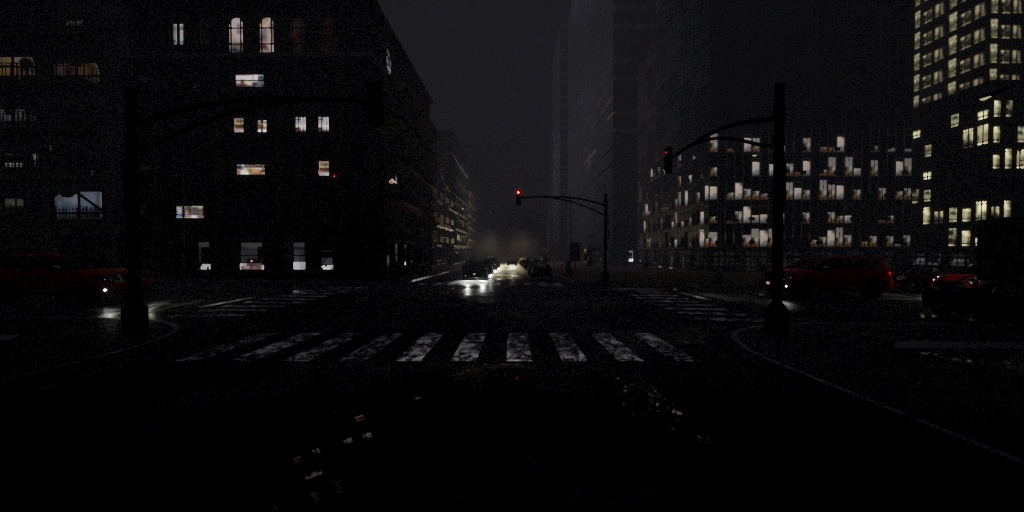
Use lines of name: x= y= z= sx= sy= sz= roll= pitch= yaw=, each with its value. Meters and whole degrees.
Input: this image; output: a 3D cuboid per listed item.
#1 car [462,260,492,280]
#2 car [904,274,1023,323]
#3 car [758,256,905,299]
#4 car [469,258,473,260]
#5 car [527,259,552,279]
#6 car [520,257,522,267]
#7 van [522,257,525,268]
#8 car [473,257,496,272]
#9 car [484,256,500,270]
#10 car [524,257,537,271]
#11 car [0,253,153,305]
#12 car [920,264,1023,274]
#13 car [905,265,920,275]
car: x=-3.084 y=1.292 z=30.958 sx=1.994 sy=1.385 sz=4.181 roll=0 pitch=0 yaw=-1
car: x=16.708 y=1.445 z=12.171 sx=4.403 sy=1.370 sz=2.007 roll=0 pitch=0 yaw=1
car: x=15.703 y=1.019 z=18.088 sx=5.566 sy=2.045 sz=2.150 roll=0 pitch=1 yaw=1
car: x=-5.723 y=1.268 z=49.367 sx=1.948 sy=1.339 sz=4.313 roll=0 pitch=0 yaw=0
car: x=2.636 y=1.271 z=32.468 sx=1.888 sy=1.381 sz=4.507 roll=0 pitch=0 yaw=0
car: x=2.621 y=1.238 z=55.052 sx=1.888 sy=1.381 sz=4.507 roll=0 pitch=0 yaw=0
van: x=2.625 y=1.043 z=49.406 sx=1.690 sy=1.789 sz=3.998 roll=0 pitch=0 yaw=0
car: x=-3.125 y=1.219 z=41.387 sx=1.837 sy=1.490 sz=4.892 roll=0 pitch=0 yaw=0
car: x=-3.117 y=1.052 z=50.783 sx=2.097 sy=1.767 sz=4.553 roll=0 pitch=0 yaw=0
car: x=2.633 y=1.158 z=38.114 sx=1.967 sy=1.591 sz=4.097 roll=0 pitch=0 yaw=0
car: x=-18.849 y=0.911 z=15.336 sx=5.566 sy=2.045 sz=2.150 roll=0 pitch=1 yaw=1
car: x=24.095 y=1.188 z=17.978 sx=4.553 sy=1.767 sz=2.097 roll=0 pitch=1 yaw=1
car: x=23.361 y=1.230 z=20.723 sx=4.097 sy=1.591 sz=1.967 roll=0 pitch=0 yaw=1
